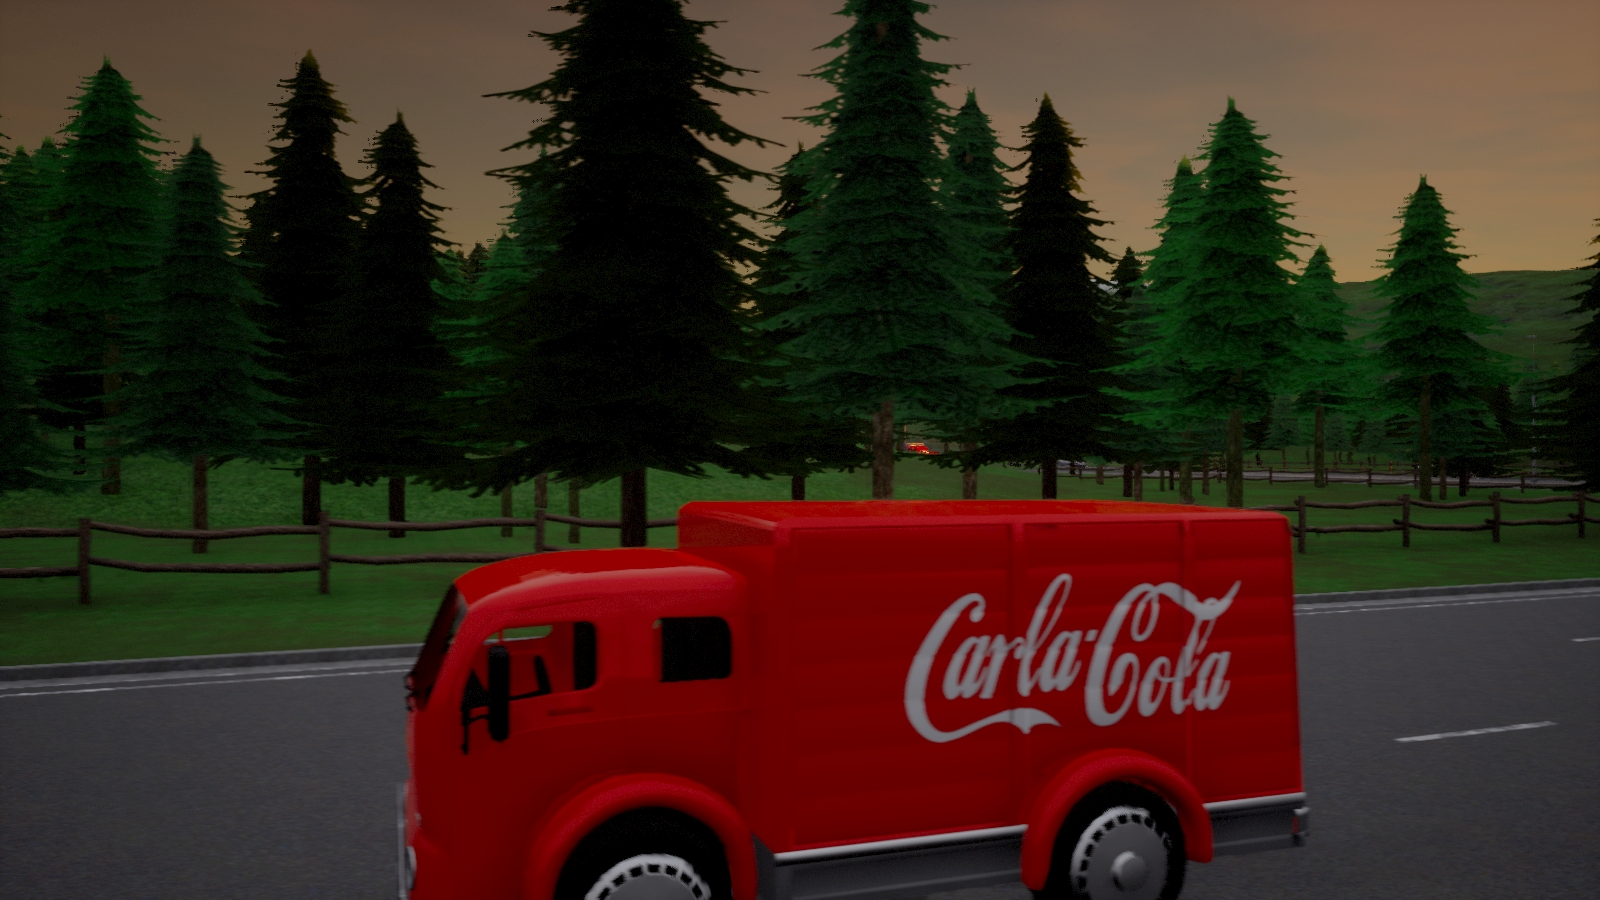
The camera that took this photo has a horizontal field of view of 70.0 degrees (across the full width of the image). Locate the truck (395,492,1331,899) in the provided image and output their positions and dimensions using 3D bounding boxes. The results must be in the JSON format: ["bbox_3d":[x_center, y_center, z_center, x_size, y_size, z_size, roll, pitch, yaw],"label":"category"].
[{"bbox_3d":[0.251,1.568,7.116,5.204,2.467,2.627,0,0,-20],"label":"truck"}]
